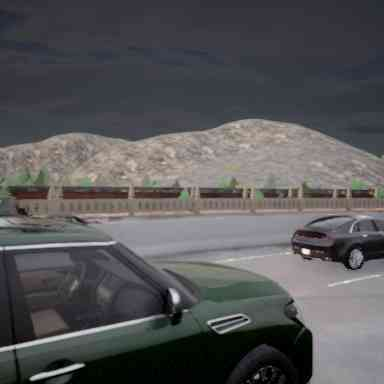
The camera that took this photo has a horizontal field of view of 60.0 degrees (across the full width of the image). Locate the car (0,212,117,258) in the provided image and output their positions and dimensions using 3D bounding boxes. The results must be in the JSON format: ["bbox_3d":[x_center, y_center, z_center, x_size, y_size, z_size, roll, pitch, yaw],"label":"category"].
[{"bbox_3d":[-5.495,1.538,12.761,4.718,1.301,1.895,0,0,-33],"label":"car"}]

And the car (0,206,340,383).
[{"bbox_3d":[-1.428,1.205,2.647,5.566,2.045,2.150,0,0,-35],"label":"car"}]

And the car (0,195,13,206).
[{"bbox_3d":[-10.268,1.130,13.741,5.566,2.045,2.150,0,0,-35],"label":"car"}]

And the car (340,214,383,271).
[{"bbox_3d":[5.448,1.505,10.932,4.892,1.490,1.837,0,0,-29],"label":"car"}]
